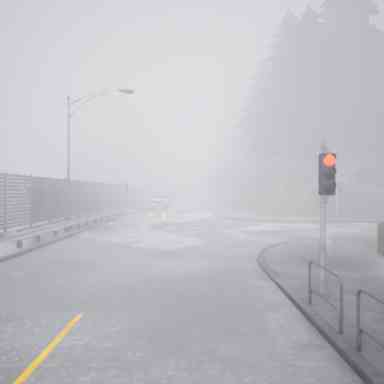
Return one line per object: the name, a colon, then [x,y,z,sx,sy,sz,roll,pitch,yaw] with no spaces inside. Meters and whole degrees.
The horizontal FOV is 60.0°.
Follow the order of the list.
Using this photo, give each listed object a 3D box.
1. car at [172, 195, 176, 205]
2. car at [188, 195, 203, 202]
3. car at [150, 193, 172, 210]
car: [-4.170,1.188,53.826,2.150,2.045,5.566,0,0,0]
car: [0.719,1.481,72.145,1.812,1.442,4.674,0,0,26]
car: [-4.168,1.195,43.166,2.150,2.045,5.566,0,0,0]
